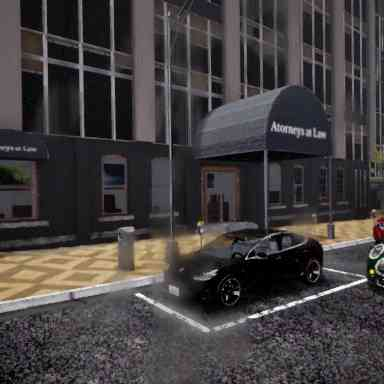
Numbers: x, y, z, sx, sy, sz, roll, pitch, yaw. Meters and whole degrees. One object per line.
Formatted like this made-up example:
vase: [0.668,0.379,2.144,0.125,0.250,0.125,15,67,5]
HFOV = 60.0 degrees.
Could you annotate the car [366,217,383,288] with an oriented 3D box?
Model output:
car: [6.179,1.348,8.057,4.553,1.767,2.097,0,0,-37]

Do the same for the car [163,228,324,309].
car: [1.380,1.564,7.856,4.313,1.339,1.947,0,-1,-37]
